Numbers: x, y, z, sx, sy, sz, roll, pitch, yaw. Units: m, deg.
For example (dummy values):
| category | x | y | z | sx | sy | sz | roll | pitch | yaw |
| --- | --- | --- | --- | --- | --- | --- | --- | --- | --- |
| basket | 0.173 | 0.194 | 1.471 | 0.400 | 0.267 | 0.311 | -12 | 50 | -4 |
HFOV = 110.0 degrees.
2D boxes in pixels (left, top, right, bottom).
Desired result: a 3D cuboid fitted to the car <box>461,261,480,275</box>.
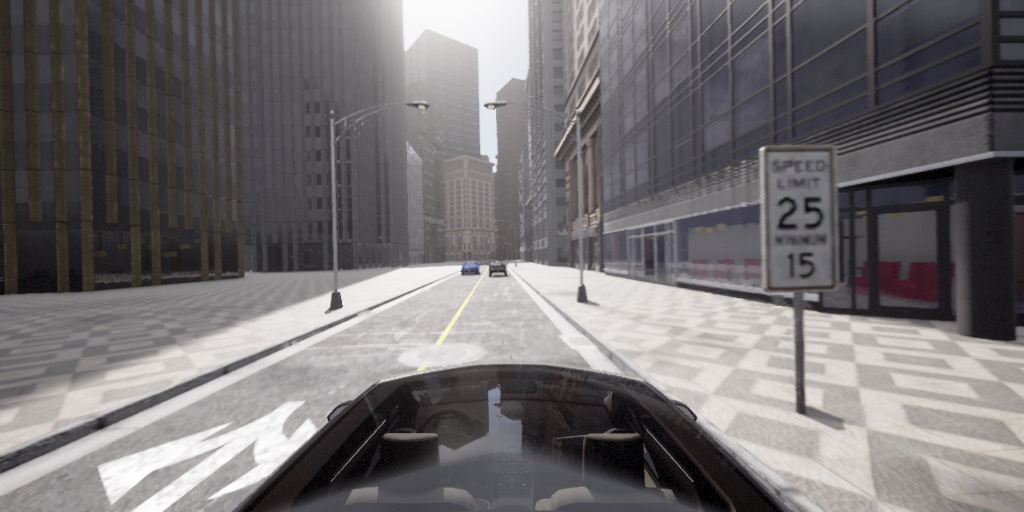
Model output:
| category | x | y | z | sx | sy | sz | roll | pitch | yaw |
| --- | --- | --- | --- | --- | --- | --- | --- | --- | --- |
| car | -4.641 | 1.291 | 40.666 | 1.882 | 1.535 | 5.008 | -1 | 0 | -3 |

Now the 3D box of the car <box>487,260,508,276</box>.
| category | x | y | z | sx | sy | sz | roll | pitch | yaw |
| --- | --- | --- | --- | --- | --- | --- | --- | --- | --- |
| car | -1.441 | 1.250 | 36.984 | 1.837 | 1.490 | 4.892 | -1 | 0 | -2 |
